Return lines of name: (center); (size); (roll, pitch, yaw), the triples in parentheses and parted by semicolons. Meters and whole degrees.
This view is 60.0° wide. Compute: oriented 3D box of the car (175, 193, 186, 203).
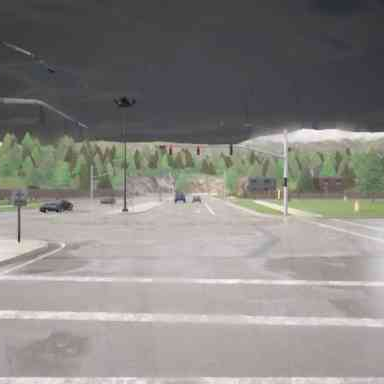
car: (-2.489, 1.186, 70.397); (2.150, 2.045, 5.566); (0, 0, 1)

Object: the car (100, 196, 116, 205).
car: (-14.328, 1.477, 56.799); (1.837, 1.490, 4.892); (0, 0, 1)

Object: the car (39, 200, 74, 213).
car: (-14.658, 1.528, 36.340); (2.033, 1.411, 5.357); (0, 0, 1)

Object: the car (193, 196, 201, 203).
car: (1.022, 1.510, 69.888); (2.033, 1.411, 5.357); (0, 0, 1)
